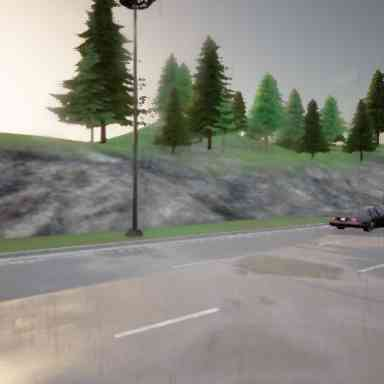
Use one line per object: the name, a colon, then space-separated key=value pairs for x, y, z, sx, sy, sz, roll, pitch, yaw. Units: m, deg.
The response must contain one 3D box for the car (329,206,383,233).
car: x=10.338 y=1.547 z=19.728 sx=5.357 sy=1.411 sz=2.033 roll=0 pitch=0 yaw=-35
